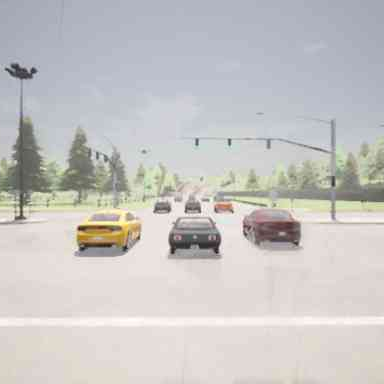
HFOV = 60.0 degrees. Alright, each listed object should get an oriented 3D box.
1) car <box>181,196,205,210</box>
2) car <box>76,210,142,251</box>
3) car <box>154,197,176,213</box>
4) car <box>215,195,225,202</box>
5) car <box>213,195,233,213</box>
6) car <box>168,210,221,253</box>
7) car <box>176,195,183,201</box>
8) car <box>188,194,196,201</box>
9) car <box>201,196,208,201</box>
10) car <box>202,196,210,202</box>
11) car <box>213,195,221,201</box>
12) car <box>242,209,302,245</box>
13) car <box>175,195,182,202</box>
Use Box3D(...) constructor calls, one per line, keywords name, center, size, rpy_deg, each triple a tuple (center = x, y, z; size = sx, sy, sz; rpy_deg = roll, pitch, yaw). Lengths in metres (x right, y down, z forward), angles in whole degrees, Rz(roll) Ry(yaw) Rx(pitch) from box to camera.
Box3D(name="car", center=(0.098, 1.604, 39.522), size=(2.128, 1.511, 4.902), rpy_deg=(0, 0, 0))
Box3D(name="car", center=(-3.400, 1.519, 14.422), size=(1.882, 1.535, 5.008), rpy_deg=(0, 0, 0))
Box3D(name="car", center=(-3.402, 1.604, 39.516), size=(2.128, 1.511, 4.902), rpy_deg=(0, 0, 0))
Box3D(name="car", center=(6.994, 1.585, 83.078), size=(2.097, 1.767, 4.553), rpy_deg=(0, 0, 0))
Box3D(name="car", center=(3.597, 1.464, 39.266), size=(2.097, 1.767, 4.553), rpy_deg=(0, 0, 0))
Box3D(name="car", center=(0.099, 1.640, 13.841), size=(1.895, 1.301, 4.718), rpy_deg=(0, 0, 0))
Box3D(name="car", center=(-3.506, 1.698, 93.110), size=(1.812, 1.442, 4.674), rpy_deg=(0, 0, 0))
Box3D(name="car", center=(-0.006, 1.529, 93.081), size=(2.097, 1.767, 4.553), rpy_deg=(0, 0, 0))
Box3D(name="car", center=(3.494, 1.769, 93.140), size=(1.895, 1.301, 4.718), rpy_deg=(0, 0, 0))
Box3D(name="car", center=(3.494, 1.825, 83.137), size=(1.895, 1.301, 4.718), rpy_deg=(0, 0, 0))
Box3D(name="car", center=(6.994, 1.674, 93.111), size=(1.837, 1.490, 4.892), rpy_deg=(0, 0, 0))
Box3D(name="car", center=(3.599, 1.523, 15.735), size=(1.882, 1.535, 5.008), rpy_deg=(0, 0, 0))
Box3D(name="car", center=(-3.505, 1.764, 82.690), size=(2.033, 1.411, 5.357), rpy_deg=(0, 0, 0))
